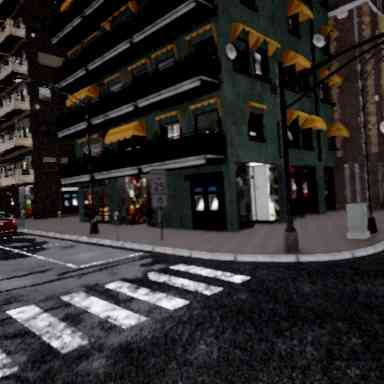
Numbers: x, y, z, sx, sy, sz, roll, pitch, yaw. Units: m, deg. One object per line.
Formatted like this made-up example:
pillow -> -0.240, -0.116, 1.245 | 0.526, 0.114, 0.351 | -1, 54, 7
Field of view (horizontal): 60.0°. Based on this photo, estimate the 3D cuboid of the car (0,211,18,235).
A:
car -> -12.462, 1.918, 20.711 | 4.097, 1.590, 1.967 | -3, 0, 44
